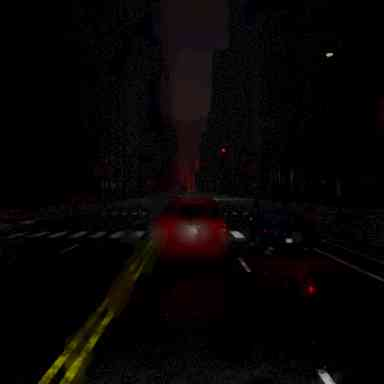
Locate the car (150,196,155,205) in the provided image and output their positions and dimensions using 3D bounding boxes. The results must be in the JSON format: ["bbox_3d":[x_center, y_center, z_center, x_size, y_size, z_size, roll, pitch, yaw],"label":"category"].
[{"bbox_3d":[-6.546,1.544,61.218,1.837,1.490,4.892,0,0,1],"label":"car"}]

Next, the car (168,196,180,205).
[{"bbox_3d":[-3.296,1.544,61.219,1.837,1.490,4.892,0,0,1],"label":"car"}]

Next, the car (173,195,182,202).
[{"bbox_3d":[-3.255,1.494,76.865,1.882,1.535,5.008,0,0,0],"label":"car"}]

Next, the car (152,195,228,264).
[{"bbox_3d":[0.009,1.233,12.073,2.150,2.045,5.566,0,0,0],"label":"car"}]

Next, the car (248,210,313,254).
[{"bbox_3d":[3.448,1.493,13.707,1.882,1.535,5.008,0,0,4],"label":"car"}]
